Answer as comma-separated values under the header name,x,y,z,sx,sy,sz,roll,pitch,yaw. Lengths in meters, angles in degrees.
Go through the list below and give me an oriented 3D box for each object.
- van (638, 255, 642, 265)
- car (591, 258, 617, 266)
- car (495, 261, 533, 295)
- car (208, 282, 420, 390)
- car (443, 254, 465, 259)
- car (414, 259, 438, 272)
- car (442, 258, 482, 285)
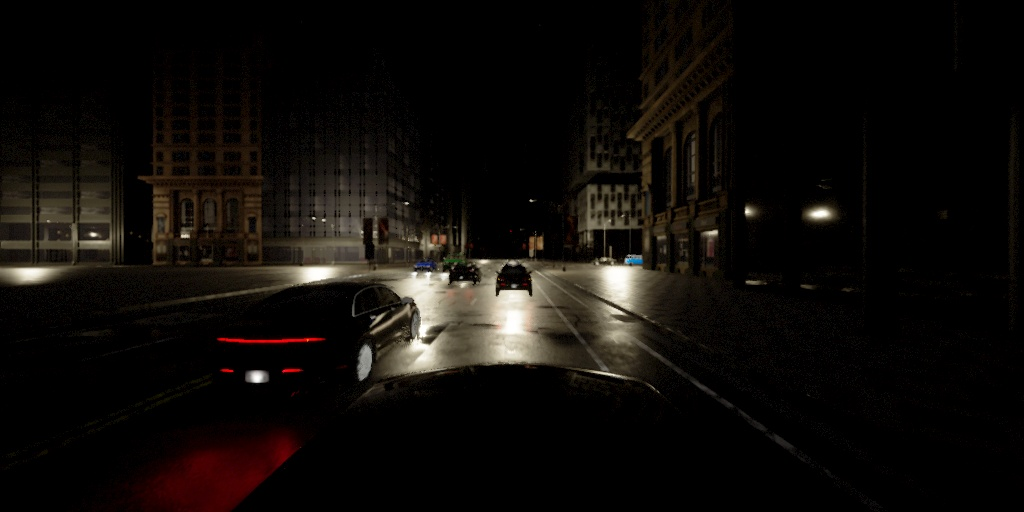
name,x,y,z,sx,sy,sz,roll,pitch,yaw
van,21.446,0.777,53.421,3.998,1.789,1.690,0,0,0
car,15.859,0.967,61.968,4.403,1.370,2.007,0,0,0
car,0.094,1.193,18.777,1.812,1.442,4.674,0,0,0
car,-3.151,1.230,6.852,1.837,1.490,4.892,0,0,0
car,-6.513,0.764,41.178,2.150,2.045,5.566,0,0,0
car,-9.766,1.086,40.977,1.812,1.442,4.674,0,0,0
car,-3.157,1.130,24.705,2.128,1.511,4.902,0,0,0
